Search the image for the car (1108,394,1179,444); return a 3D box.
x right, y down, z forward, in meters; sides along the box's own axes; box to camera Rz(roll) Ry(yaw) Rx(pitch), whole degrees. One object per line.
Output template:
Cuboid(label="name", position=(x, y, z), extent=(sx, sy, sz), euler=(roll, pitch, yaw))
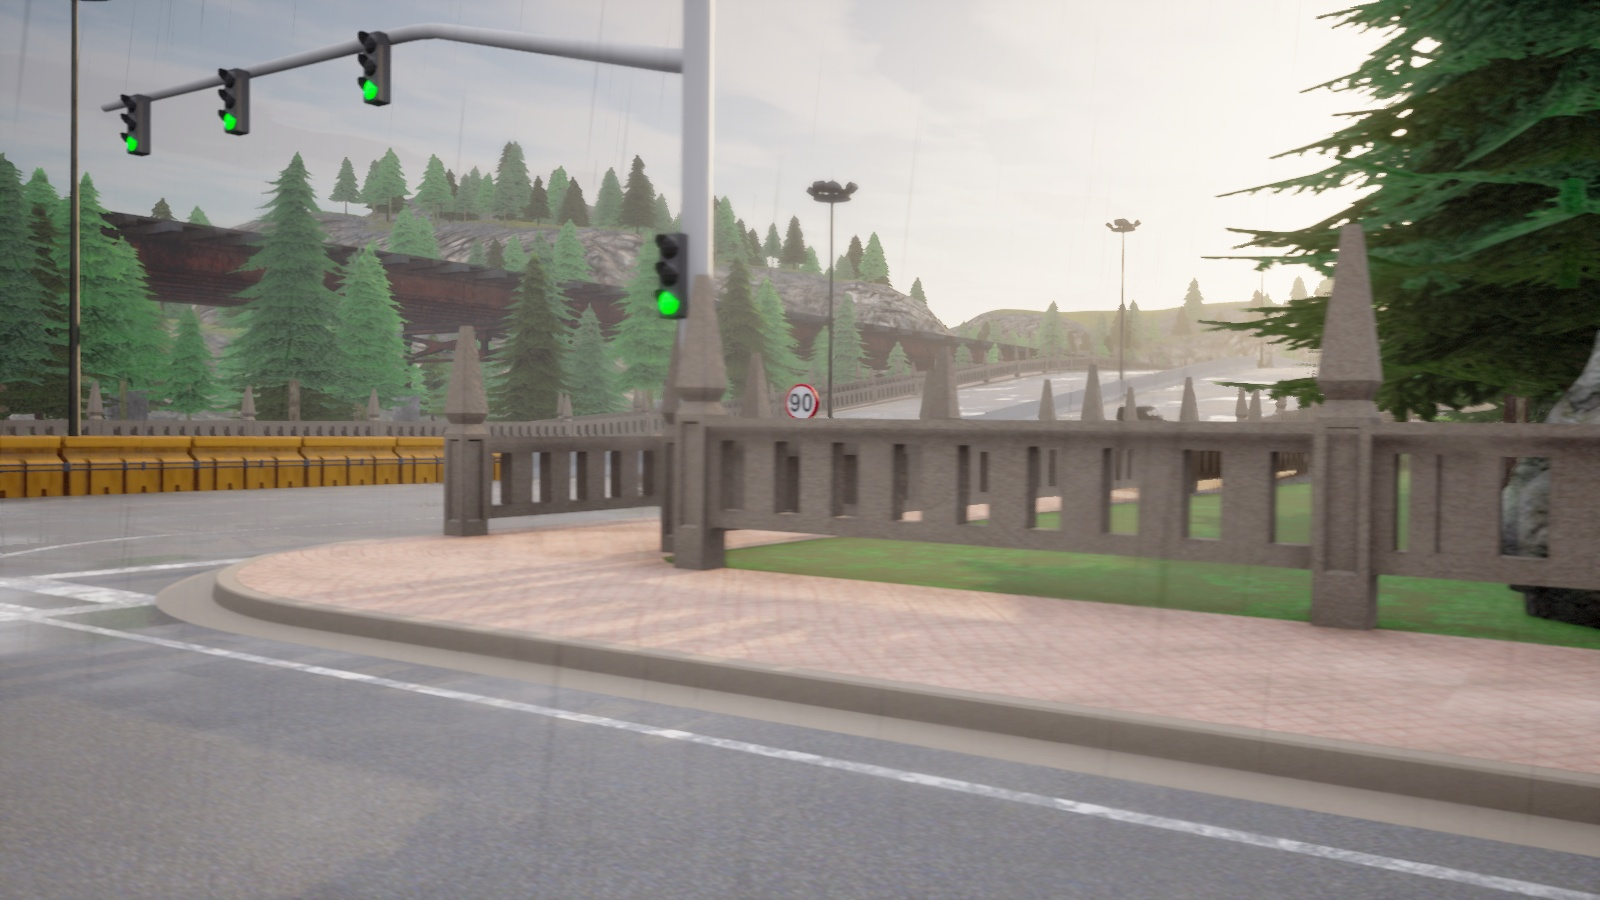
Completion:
Cuboid(label="car", position=(15.435, -1.414, 56.330), extent=(1.905, 1.878, 3.866), euler=(0, 6, 34))
